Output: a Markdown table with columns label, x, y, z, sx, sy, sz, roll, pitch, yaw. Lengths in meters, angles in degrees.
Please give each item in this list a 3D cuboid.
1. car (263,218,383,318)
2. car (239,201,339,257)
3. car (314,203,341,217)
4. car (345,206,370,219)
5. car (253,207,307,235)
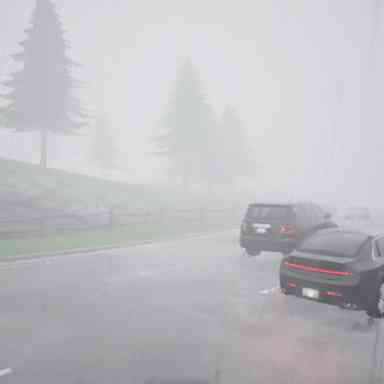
| label | x | y | z | sx | sy | sz | roll | pitch | yaw |
| --- | --- | --- | --- | --- | --- | --- | --- | --- | --- |
| car | 3.856 | 1.597 | 7.738 | 1.837 | 1.490 | 4.892 | 0 | 0 | 45 |
| car | 3.942 | 1.374 | 12.974 | 2.150 | 2.045 | 5.566 | 0 | -1 | 39 |
| car | 15.549 | 1.990 | 38.069 | 2.033 | 1.411 | 5.357 | 0 | -1 | 31 |
| car | 16.063 | 1.975 | 32.103 | 1.895 | 1.301 | 4.718 | 0 | -1 | 31 |
| car | 6.046 | 1.807 | 22.213 | 2.033 | 1.411 | 5.357 | 0 | -1 | 31 |
